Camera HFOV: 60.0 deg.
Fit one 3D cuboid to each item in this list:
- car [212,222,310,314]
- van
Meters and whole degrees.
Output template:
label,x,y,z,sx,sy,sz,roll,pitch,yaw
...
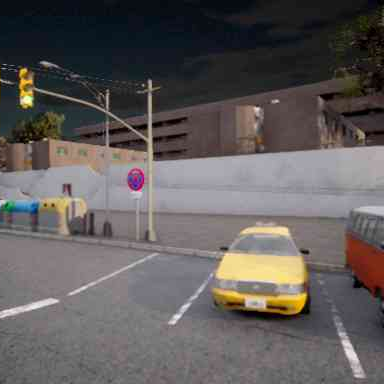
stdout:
label,x,y,z,sx,sy,sz,roll,pitch,yaw
car,1.756,1.527,8.020,1.946,1.575,5.366,0,-1,16
van,4.200,1.266,6.357,1.878,1.987,4.442,0,-1,16
